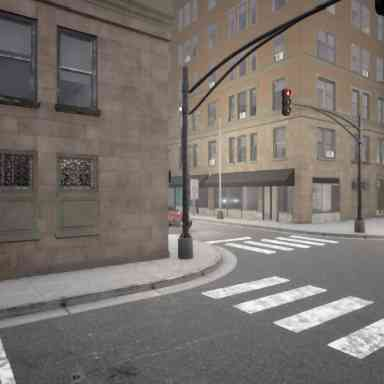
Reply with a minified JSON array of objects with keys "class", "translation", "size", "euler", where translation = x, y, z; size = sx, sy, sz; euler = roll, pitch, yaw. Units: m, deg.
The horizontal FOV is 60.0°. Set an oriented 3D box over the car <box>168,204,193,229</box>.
[{"class":"car","translation":[-1.868,1.429,19.848],"size":[1.812,1.442,4.674],"euler":[0,0,-36]}]
